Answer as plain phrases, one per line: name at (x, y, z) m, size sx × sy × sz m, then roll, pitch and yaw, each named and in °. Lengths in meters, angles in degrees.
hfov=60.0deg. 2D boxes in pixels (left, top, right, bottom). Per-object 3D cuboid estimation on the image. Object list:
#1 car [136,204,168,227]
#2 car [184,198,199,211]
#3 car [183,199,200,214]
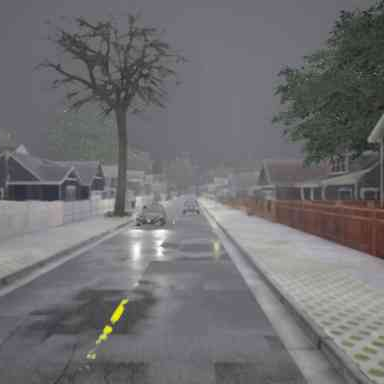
car at (-2.790, 1.628, 23.779) m, size 1.837 × 1.490 × 4.892 m, roll 0°, pitch 0°, yaw 0°
car at (-0.056, 1.662, 45.477) m, size 1.837 × 1.490 × 4.892 m, roll 0°, pitch 0°, yaw 0°
car at (-0.035, 1.675, 36.633) m, size 2.033 × 1.411 × 5.357 m, roll 0°, pitch 0°, yaw 1°
